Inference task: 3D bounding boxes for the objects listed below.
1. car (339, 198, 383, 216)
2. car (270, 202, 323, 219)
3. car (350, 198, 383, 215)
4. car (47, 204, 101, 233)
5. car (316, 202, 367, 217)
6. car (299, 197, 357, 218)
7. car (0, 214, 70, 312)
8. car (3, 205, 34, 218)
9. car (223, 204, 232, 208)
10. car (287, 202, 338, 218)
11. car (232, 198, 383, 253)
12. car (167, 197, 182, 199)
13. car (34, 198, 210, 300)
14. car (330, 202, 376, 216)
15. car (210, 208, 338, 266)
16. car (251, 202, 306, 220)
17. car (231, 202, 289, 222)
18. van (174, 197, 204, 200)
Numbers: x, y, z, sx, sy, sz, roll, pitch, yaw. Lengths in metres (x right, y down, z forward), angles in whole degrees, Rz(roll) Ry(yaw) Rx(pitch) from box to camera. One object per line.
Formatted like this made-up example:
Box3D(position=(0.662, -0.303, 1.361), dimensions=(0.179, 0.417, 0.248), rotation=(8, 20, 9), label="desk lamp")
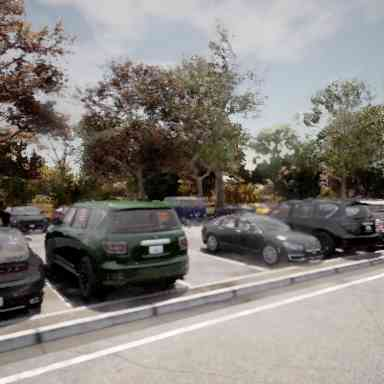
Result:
Box3D(position=(21.896, 1.796, 42.129), dimensions=(2.435, 2.045, 5.566), rotation=(1, -1, -36), label="car")
Box3D(position=(10.571, 1.861, 34.025), dimensions=(2.163, 1.488, 4.792), rotation=(1, -1, -36), label="car")
Box3D(position=(24.060, 1.842, 43.678), dimensions=(2.435, 2.045, 5.566), rotation=(1, -1, -36), label="car")
Box3D(position=(-7.573, 1.571, 21.102), dimensions=(2.002, 1.452, 4.674), rotation=(1, 0, -35), label="car")
Box3D(position=(17.351, 1.956, 38.906), dimensions=(2.097, 1.535, 5.008), rotation=(1, -1, -36), label="car")
Box3D(position=(15.101, 1.661, 37.268), dimensions=(2.435, 2.045, 5.566), rotation=(1, -1, -36), label="car")
Box3D(position=(-4.532, 1.479, 7.198), dimensions=(2.231, 1.521, 4.892), rotation=(1, 0, -35), label="car")
Box3D(position=(-9.844, 1.502, 19.487), dimensions=(2.097, 1.535, 5.008), rotation=(1, 0, -35), label="car")
Box3D(position=(3.759, 1.753, 29.186), dimensions=(2.002, 1.452, 4.674), rotation=(1, -1, -36), label="car")
Box3D(position=(12.802, 1.901, 35.693), dimensions=(2.163, 1.488, 4.792), rotation=(1, -1, -36), label="car")
Box3D(position=(4.578, 1.346, 13.736), dimensions=(2.435, 2.045, 5.566), rotation=(1, -1, -36), label="car")
Box3D(position=(-3.019, 1.472, 24.310), dimensions=(2.185, 1.767, 4.553), rotation=(1, -1, -36), label="car")
Box3D(position=(-2.269, 1.251, 8.853), dimensions=(2.435, 2.045, 5.566), rotation=(1, 0, -35), label="car")
Box3D(position=(19.513, 2.039, 40.456), dimensions=(2.002, 1.452, 4.674), rotation=(1, -1, -36), label="car")
Box3D(position=(2.305, 1.562, 12.086), dimensions=(2.231, 1.521, 4.892), rotation=(1, -1, -36), label="car")
Box3D(position=(8.292, 1.792, 32.424), dimensions=(2.097, 1.535, 5.008), rotation=(1, -1, -36), label="car")
Box3D(position=(6.131, 1.749, 30.657), dimensions=(1.946, 1.575, 5.366), rotation=(1, -1, -36), label="car")
Box3D(position=(-0.841, 1.408, 26.046), dimensions=(1.878, 1.987, 4.442), rotation=(1, -1, -36), label="van")
